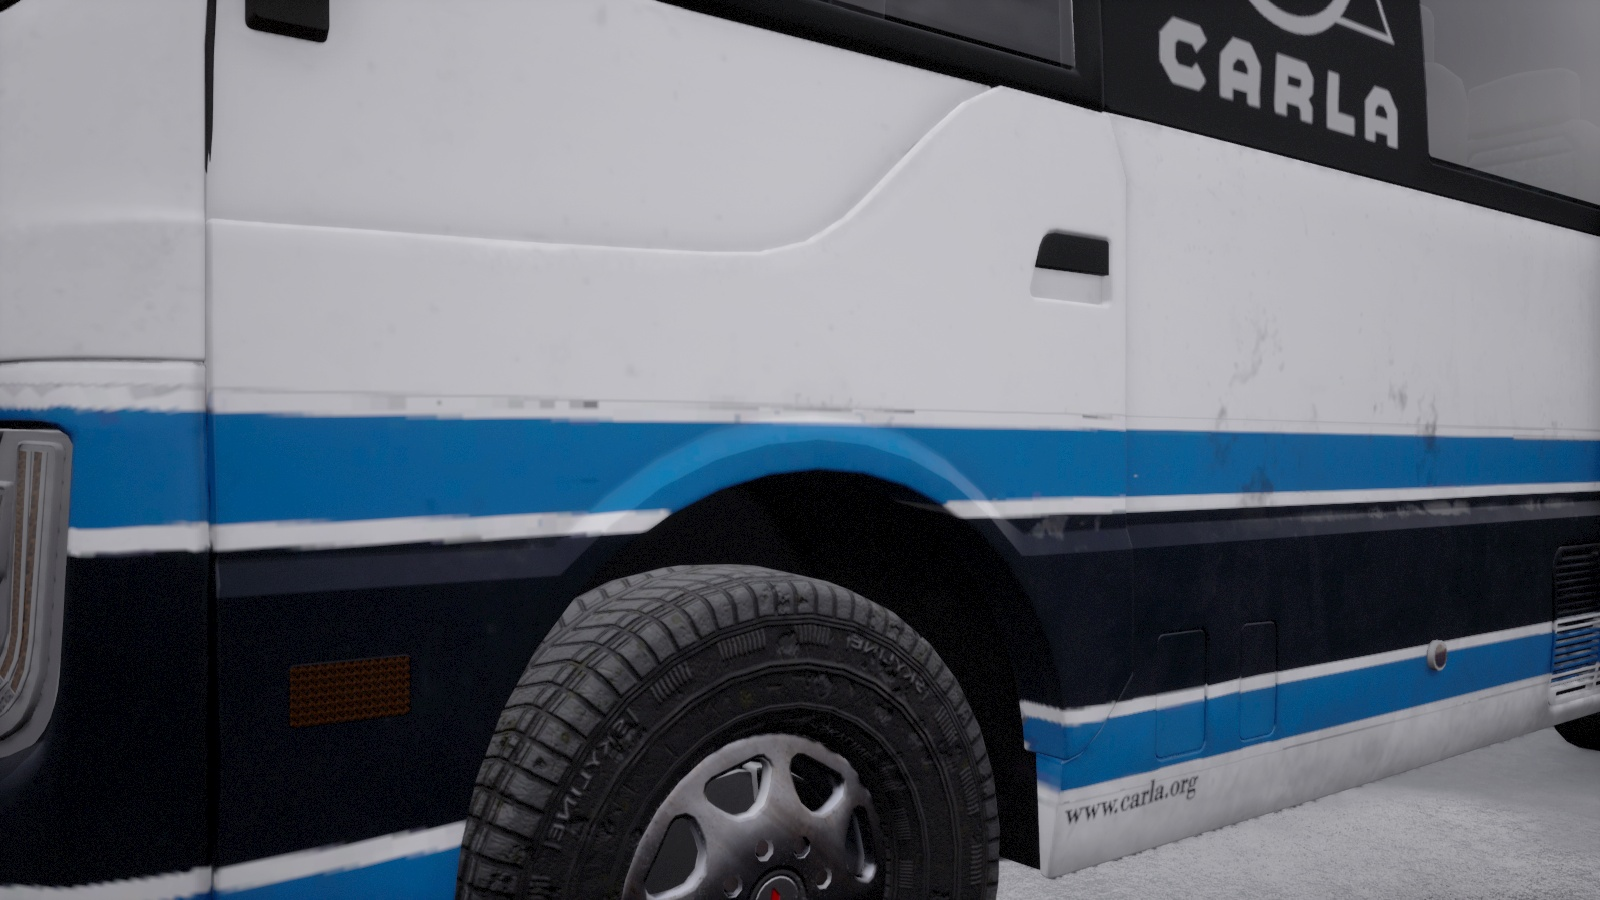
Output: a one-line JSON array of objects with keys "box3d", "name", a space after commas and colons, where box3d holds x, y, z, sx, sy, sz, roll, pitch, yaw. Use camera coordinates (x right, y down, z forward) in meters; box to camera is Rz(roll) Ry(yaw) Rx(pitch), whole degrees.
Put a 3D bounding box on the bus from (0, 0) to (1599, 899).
[{"box3d": [1.449, -0.621, 5.413, 10.273, 4.253, 3.944, 0, 0, -37], "name": "bus"}]
